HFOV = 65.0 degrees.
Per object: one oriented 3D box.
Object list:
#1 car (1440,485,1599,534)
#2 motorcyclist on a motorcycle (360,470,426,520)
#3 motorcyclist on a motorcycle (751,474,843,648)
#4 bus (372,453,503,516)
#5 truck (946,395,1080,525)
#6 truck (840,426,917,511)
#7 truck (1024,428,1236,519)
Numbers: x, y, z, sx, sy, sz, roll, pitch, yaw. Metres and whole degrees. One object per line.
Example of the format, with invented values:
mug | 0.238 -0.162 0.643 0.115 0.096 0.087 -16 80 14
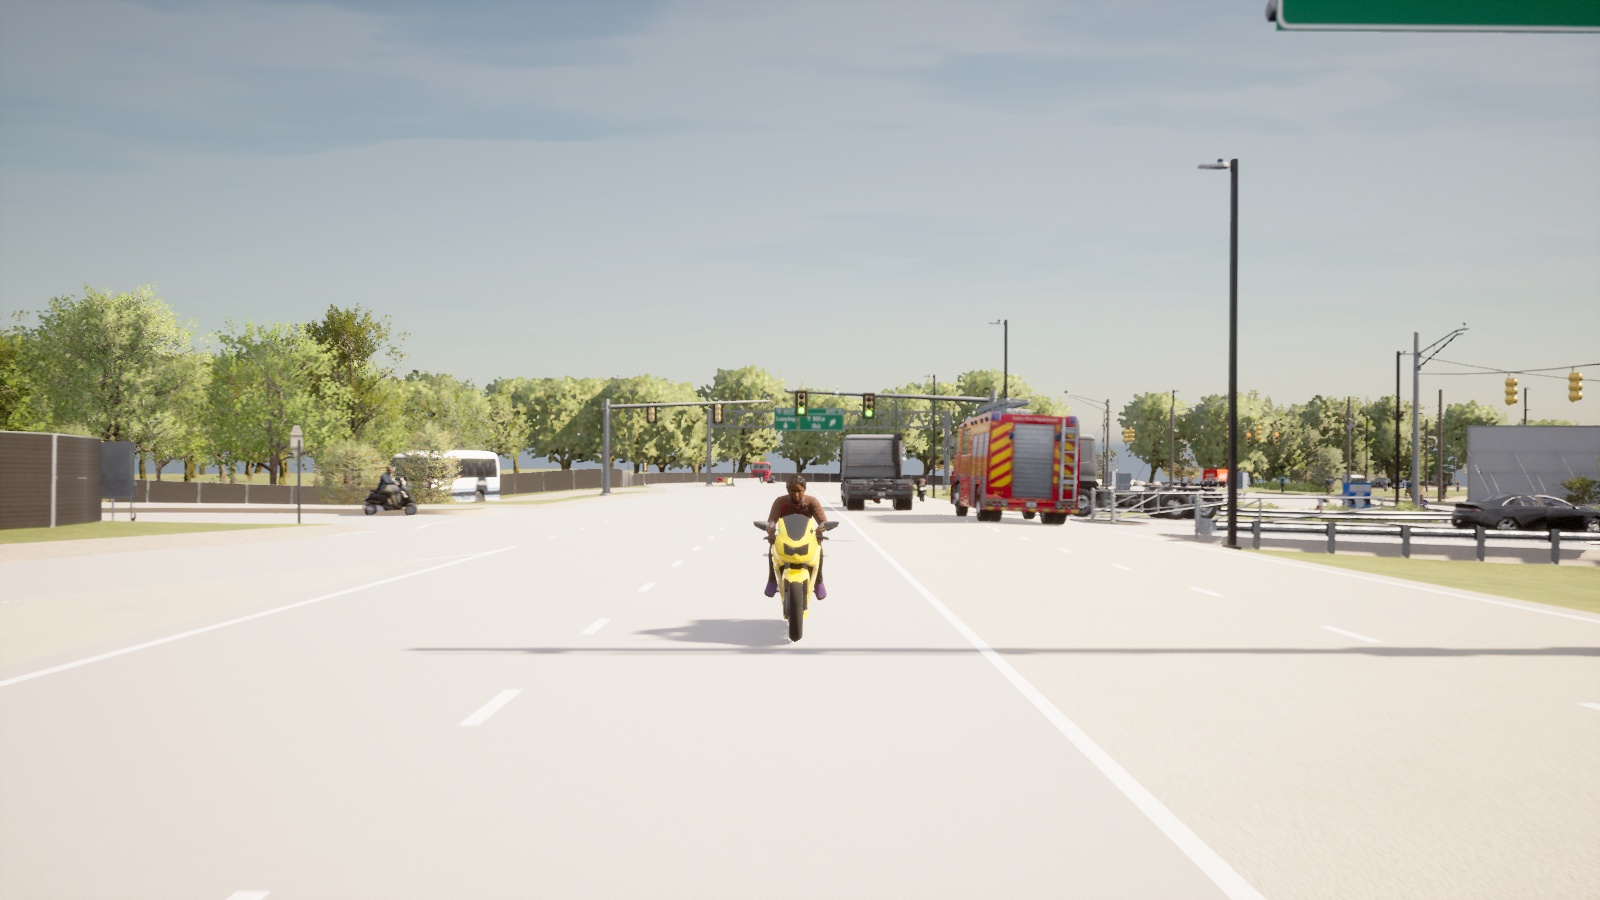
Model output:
car | 23.693 1.903 40.632 4.902 1.511 2.128 0 -1 -2
motorcyclist on a motorcycle | -13.077 1.434 40.375 1.817 1.590 0.866 0 0 1
motorcyclist on a motorcycle | -0.029 0.996 12.078 0.797 1.523 2.044 0 -1 0
bus | -25.650 2.352 89.591 3.944 4.253 10.273 0 0 17
truck | 6.925 0.386 42.221 2.891 3.827 8.468 2 -1 0
truck | 3.361 0.863 55.898 2.891 3.462 7.936 0 -1 0
truck | 13.570 0.971 52.023 7.936 3.462 2.891 1 -1 -1
